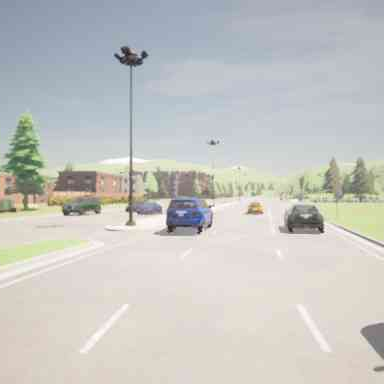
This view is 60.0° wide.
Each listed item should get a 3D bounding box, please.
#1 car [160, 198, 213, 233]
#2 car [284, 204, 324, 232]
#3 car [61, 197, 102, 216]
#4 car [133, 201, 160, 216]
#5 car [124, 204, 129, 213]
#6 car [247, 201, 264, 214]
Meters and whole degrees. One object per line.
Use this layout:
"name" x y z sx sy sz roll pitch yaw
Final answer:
"car" -0.044 1.422 21.359 2.150 2.045 5.566 0 -1 12
"car" 7.250 1.563 21.883 2.097 1.767 4.553 0 -1 12
"car" -12.155 1.560 37.063 2.150 2.045 5.566 0 -1 12
"car" -4.778 1.878 37.997 1.812 1.442 4.674 0 -1 13
"car" -7.162 1.906 43.403 1.837 1.490 4.892 0 -1 13
"car" 7.918 1.870 41.217 1.882 1.535 5.008 0 0 12
